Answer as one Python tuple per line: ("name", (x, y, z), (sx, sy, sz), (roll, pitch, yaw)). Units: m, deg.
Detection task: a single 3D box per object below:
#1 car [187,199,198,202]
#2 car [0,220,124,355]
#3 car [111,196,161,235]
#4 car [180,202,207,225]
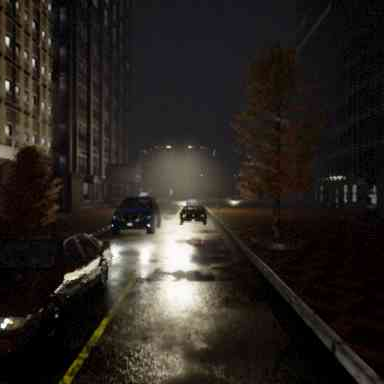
("car", (0.092, 1.633, 44.340), (2.033, 1.411, 5.357), (0, 0, 0))
("car", (-3.014, 1.562, 6.719), (2.033, 1.411, 5.357), (0, 0, 0))
("car", (-3.068, 1.262, 19.254), (2.150, 2.045, 5.566), (0, 0, 0))
("car", (0.090, 1.650, 24.748), (1.895, 1.301, 4.718), (0, 0, 0))
